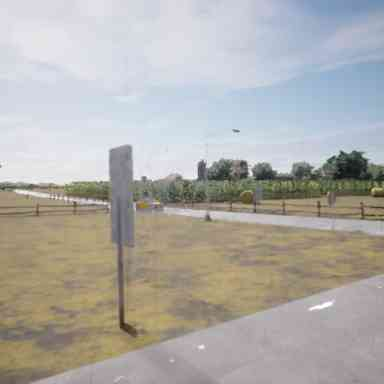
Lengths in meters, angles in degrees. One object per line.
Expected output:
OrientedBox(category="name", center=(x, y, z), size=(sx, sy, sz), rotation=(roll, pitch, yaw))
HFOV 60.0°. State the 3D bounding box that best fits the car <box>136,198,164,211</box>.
OrientedBox(category="car", center=(-5.461, 1.543, 42.745), size=(1.882, 1.535, 5.008), rotation=(-2, 1, -35))
